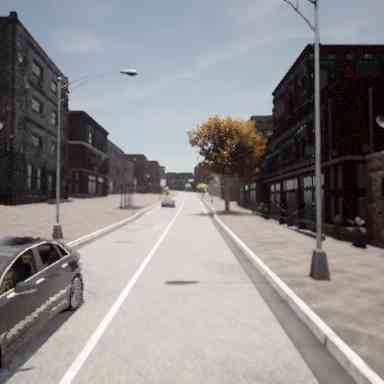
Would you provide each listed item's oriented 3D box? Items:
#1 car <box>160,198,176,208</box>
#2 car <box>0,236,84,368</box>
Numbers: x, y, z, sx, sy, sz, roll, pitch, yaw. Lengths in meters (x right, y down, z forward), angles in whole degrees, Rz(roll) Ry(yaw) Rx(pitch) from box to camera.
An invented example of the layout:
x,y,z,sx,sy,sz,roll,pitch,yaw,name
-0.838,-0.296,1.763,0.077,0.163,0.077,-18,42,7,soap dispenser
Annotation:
x,y,z,sx,sy,sz,roll,pitch,yaw,name
-3.310,1.551,47.086,1.994,1.385,4.181,0,1,0,car
-3.109,1.522,4.953,1.837,1.490,4.892,0,0,0,car
